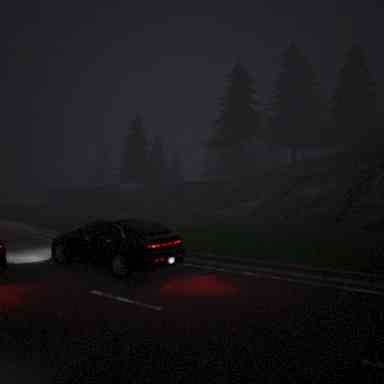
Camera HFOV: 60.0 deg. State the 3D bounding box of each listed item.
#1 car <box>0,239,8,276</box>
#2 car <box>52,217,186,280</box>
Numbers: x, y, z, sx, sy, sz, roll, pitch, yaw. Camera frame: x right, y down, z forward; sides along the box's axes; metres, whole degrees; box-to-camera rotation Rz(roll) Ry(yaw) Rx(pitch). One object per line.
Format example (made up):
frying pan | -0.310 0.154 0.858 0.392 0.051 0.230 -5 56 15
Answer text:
car | -6.910 1.569 9.377 4.892 1.490 1.837 0 0 40
car | -2.422 1.543 10.185 4.892 1.490 1.837 0 0 38
